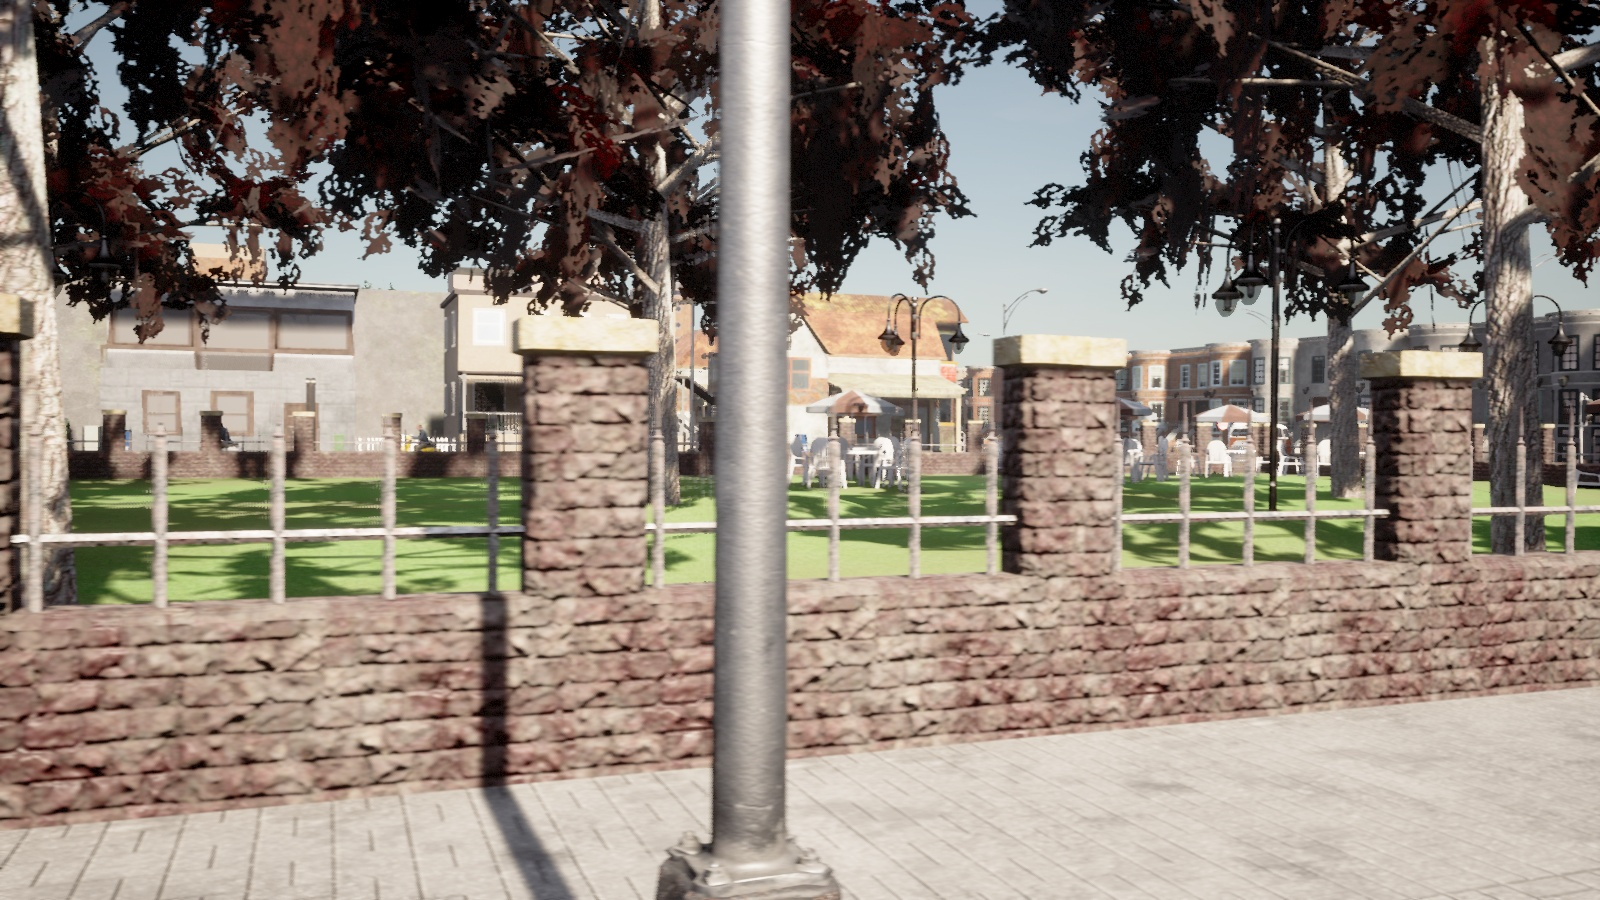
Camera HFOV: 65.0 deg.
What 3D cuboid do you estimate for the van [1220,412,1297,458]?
[{"bbox_3d":[21.259,-0.730,58.120,2.069,2.038,4.480,1,2,37],"label":"van"}]

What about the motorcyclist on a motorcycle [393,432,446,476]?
[{"bbox_3d":[-14.193,0.136,46.806,1.817,1.590,0.866,-1,1,-21],"label":"motorcyclist on a motorcycle"}]
